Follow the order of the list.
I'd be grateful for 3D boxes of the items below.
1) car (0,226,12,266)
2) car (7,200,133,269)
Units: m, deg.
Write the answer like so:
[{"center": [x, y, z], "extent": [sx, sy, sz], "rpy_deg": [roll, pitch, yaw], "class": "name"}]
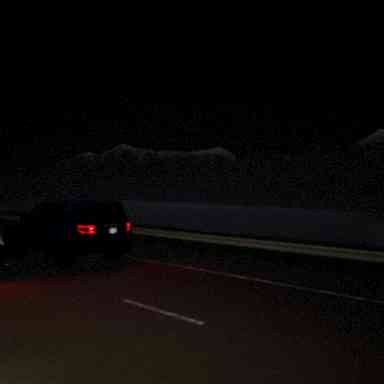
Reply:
[{"center": [-7.320, 1.632, 9.557], "extent": [4.718, 1.301, 1.895], "rpy_deg": [0, -1, 38], "class": "car"}, {"center": [-4.521, 1.315, 11.819], "extent": [5.566, 2.045, 2.150], "rpy_deg": [-1, -2, 38], "class": "car"}]
